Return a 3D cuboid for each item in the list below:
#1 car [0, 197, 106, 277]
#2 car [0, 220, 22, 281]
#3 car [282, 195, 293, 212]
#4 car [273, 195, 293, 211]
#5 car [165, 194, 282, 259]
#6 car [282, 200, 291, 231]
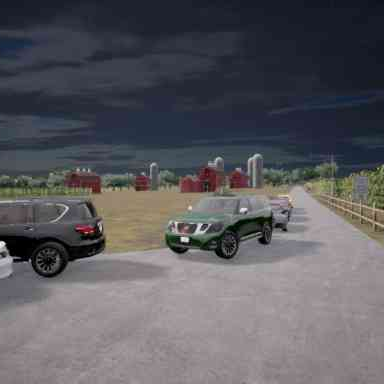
[{"bbox_3d":[-5.351,1.223,9.582,5.566,2.045,2.150,-1,1,-4],"label":"car"},{"bbox_3d":[-6.262,1.611,6.689,4.674,1.442,1.812,-2,2,-36],"label":"car"},{"bbox_3d":[6.298,1.225,24.700,1.882,1.535,5.008,0,0,18],"label":"car"},{"bbox_3d":[10.049,1.095,36.444,1.882,1.535,5.008,0,1,18],"label":"car"},{"bbox_3d":[1.316,1.103,12.648,2.150,2.045,5.566,0,0,34],"label":"car"},{"bbox_3d":[4.440,1.372,18.969,1.994,1.385,4.181,0,0,17],"label":"car"}]
